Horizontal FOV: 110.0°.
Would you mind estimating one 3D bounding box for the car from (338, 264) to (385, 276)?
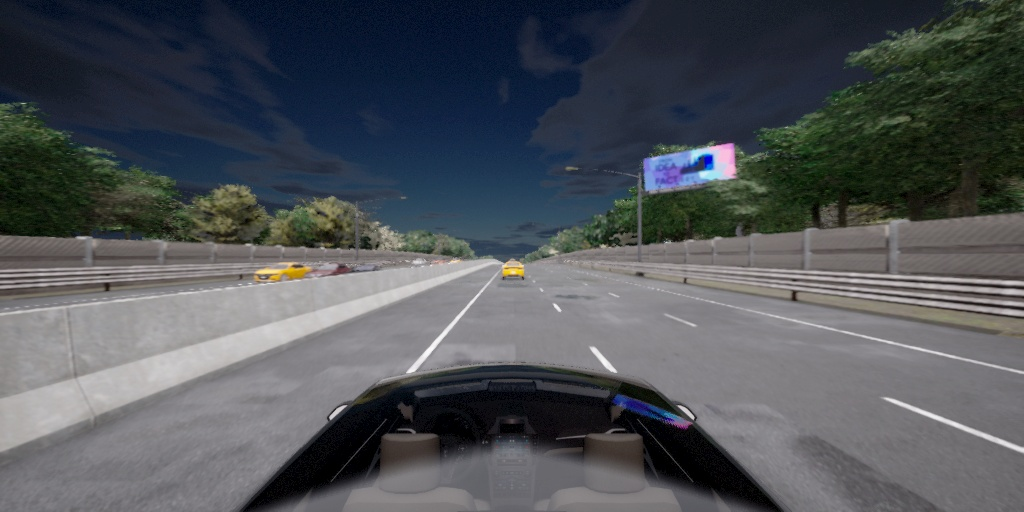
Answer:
[{"bbox_3d":[-10.573,1.340,26.254,1.994,1.385,4.181,0,0,0],"label":"car"}]

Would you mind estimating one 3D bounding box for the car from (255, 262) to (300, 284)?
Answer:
[{"bbox_3d":[-17.565,1.256,27.831,1.882,1.535,5.008,0,0,0],"label":"car"}]

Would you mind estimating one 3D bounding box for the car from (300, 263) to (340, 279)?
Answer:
[{"bbox_3d":[-14.064,1.304,28.028,1.812,1.442,4.674,0,0,0],"label":"car"}]

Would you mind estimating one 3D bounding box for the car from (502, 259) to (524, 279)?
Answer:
[{"bbox_3d":[0.112,1.262,33.108,1.882,1.535,5.008,0,0,0],"label":"car"}]
